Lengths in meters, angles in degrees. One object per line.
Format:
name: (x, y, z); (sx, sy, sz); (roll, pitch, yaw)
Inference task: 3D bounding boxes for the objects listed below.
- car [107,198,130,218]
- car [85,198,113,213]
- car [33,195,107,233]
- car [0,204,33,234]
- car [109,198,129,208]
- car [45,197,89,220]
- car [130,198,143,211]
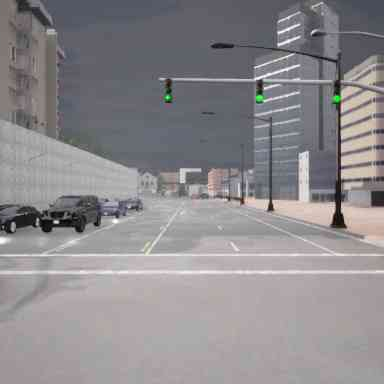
car: (-7.122, 1.526, 29.816); (1.812, 1.442, 4.674); (0, 0, 0)
car: (-10.624, 1.505, 38.428); (1.837, 1.490, 4.892); (0, 0, 0)
car: (-7.112, 1.221, 20.175); (2.150, 2.045, 5.566); (0, 0, 0)
car: (-10.616, 1.505, 19.542); (1.837, 1.490, 4.892); (0, 0, 0)
car: (-10.594, 1.601, 48.488); (1.895, 1.301, 4.718); (0, 0, 0)
car: (-10.622, 1.352, 28.610); (2.097, 1.767, 4.553); (0, 0, 0)
car: (-7.122, 1.491, 40.158); (2.128, 1.511, 4.902); (0, 0, 0)
